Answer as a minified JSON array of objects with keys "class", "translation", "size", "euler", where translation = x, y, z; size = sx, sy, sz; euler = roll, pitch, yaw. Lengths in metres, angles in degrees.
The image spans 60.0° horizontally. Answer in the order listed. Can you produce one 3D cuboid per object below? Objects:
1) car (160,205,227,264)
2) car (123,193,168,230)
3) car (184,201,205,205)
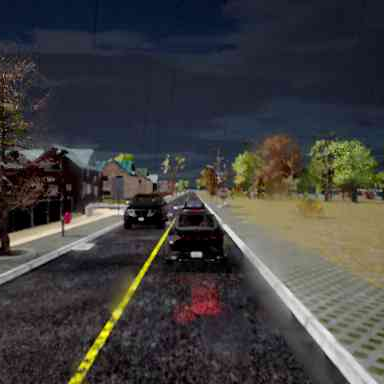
[{"class":"car","translation":[0.130,1.440,11.516],"size":[1.837,1.490,4.892],"euler":[0,1,0]},{"class":"car","translation":[-2.703,1.108,20.564],"size":[2.150,2.045,5.566],"euler":[0,0,0]},{"class":"car","translation":[0.161,1.361,23.064],"size":[2.128,1.511,4.902],"euler":[0,0,0]}]
